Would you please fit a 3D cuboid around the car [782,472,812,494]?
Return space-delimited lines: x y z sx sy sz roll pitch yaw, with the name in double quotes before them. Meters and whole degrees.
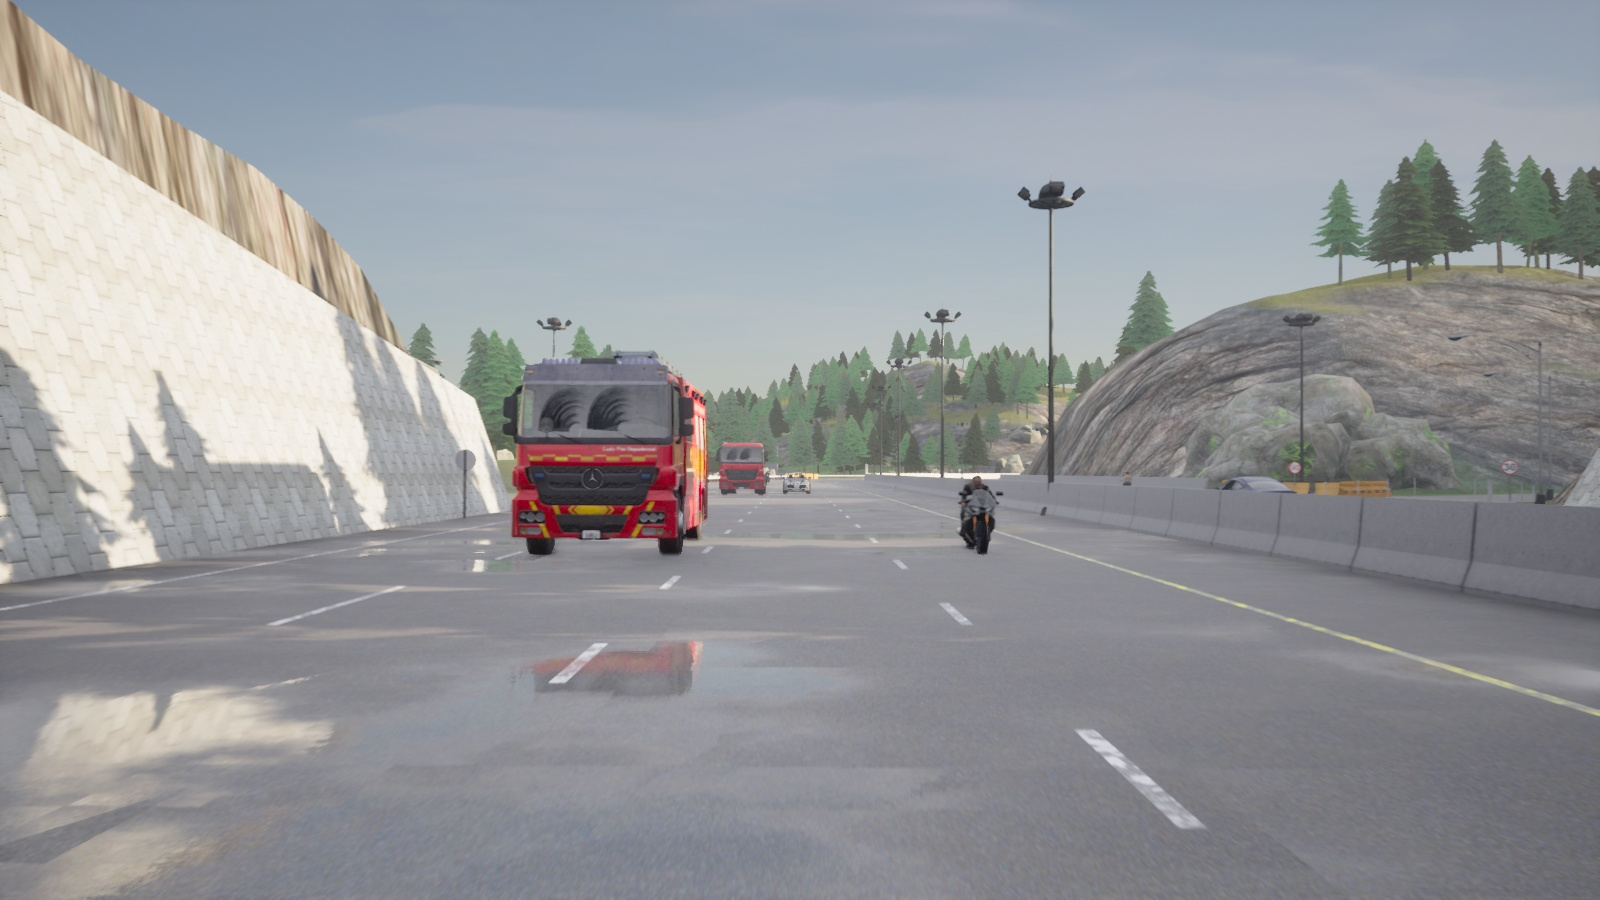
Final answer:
"car" -0.209 2.221 86.022 1.970 1.475 3.806 0 -1 0

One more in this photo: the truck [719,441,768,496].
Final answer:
"truck" -3.707 1.246 83.547 2.891 3.462 7.936 0 -1 0

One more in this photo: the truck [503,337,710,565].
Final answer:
"truck" -3.567 0.089 25.375 2.891 3.827 8.468 0 -1 0

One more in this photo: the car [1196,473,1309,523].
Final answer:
"car" 13.905 1.436 38.886 1.812 1.442 4.674 0 -1 0

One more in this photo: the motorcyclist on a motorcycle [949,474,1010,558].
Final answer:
"motorcyclist on a motorcycle" 3.441 1.242 24.260 0.866 1.530 2.191 0 -1 0
